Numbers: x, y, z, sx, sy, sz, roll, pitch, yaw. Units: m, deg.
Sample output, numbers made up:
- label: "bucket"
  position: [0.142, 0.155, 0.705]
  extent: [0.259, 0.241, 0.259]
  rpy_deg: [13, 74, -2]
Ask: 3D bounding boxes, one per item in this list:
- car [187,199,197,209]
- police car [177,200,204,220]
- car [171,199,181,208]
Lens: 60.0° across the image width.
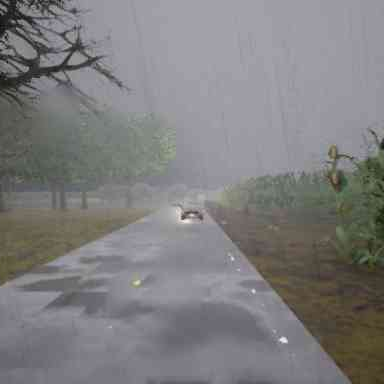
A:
- label: "car"
  position: [0.028, 2.173, 61.193]
  extent: [1.801, 1.575, 5.366]
  rpy_deg: [0, -1, 0]
- label: "police car"
  position: [0.016, 1.769, 29.912]
  extent: [2.038, 1.542, 4.974]
  rpy_deg: [0, 0, 0]
- label: "car"
  position: [-2.725, 2.096, 62.604]
  extent: [2.097, 1.767, 4.553]
  rpy_deg: [0, -1, 0]
